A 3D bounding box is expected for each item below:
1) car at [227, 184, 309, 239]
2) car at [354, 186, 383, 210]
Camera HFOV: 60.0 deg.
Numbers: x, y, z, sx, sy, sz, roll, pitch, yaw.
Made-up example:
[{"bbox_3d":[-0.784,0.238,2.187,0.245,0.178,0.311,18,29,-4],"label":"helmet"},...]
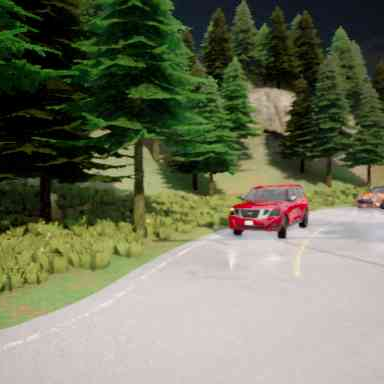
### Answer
[{"bbox_3d":[3.568,0.697,14.689,2.150,2.045,5.566,0,2,32],"label":"car"},{"bbox_3d":[14.136,0.329,24.519,4.553,1.767,2.097,-2,2,-28],"label":"car"}]
